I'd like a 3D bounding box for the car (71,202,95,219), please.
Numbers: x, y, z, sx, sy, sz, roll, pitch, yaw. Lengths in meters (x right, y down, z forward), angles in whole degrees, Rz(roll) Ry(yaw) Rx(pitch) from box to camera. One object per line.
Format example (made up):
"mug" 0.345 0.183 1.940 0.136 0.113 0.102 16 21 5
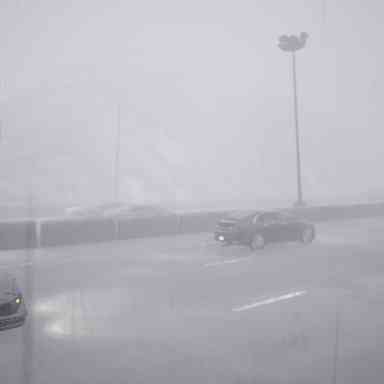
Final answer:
"car" -7.292 1.611 28.310 4.892 1.490 1.837 -1 0 -33

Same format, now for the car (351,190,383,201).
"car" 27.213 0.660 50.727 5.566 2.045 2.150 -1 0 -33

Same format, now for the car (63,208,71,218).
"car" -9.514 1.659 31.040 4.674 1.442 1.812 -1 0 -33

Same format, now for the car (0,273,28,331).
"car" -5.197 1.614 4.360 5.357 1.411 2.033 -1 0 -33

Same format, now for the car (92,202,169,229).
"car" -3.771 1.566 22.249 4.892 1.490 1.837 -1 0 -33

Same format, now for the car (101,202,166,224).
"car" -4.527 1.598 25.936 4.674 1.442 1.812 -1 0 -33

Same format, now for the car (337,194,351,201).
"car" 25.329 0.983 53.674 4.674 1.442 1.812 -1 0 -33

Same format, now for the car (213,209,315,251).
"car" 3.135 1.480 13.979 4.892 1.490 1.837 -1 0 -33
